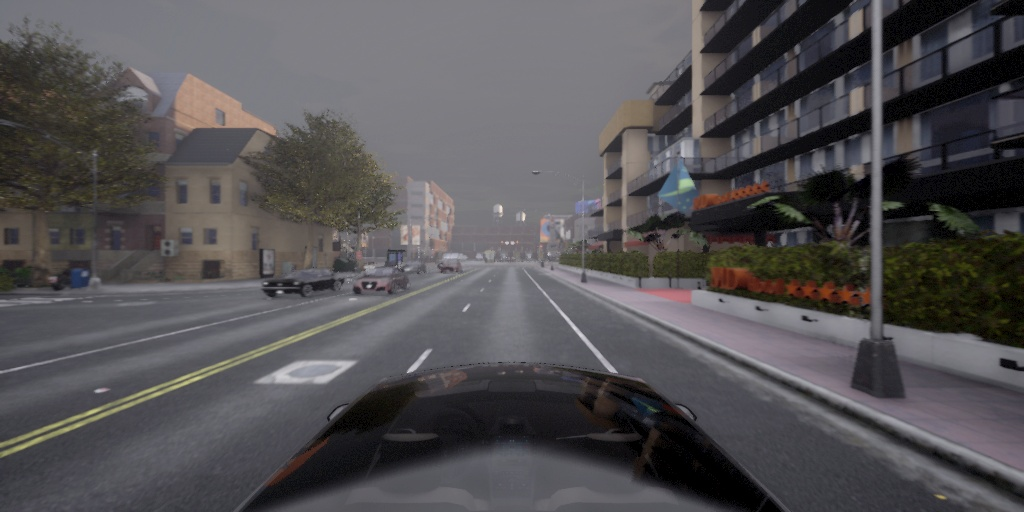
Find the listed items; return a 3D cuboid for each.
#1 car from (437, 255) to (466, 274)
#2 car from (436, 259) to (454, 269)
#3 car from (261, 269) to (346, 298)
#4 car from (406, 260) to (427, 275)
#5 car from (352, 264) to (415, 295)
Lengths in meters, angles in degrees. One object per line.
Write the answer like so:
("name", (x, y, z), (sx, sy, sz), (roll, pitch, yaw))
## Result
("car", (-7.081, 1.099, 41.870), (2.097, 1.767, 4.553), (0, 0, 0))
("car", (-10.510, 1.165, 56.438), (1.837, 1.490, 4.892), (0, 0, 0))
("car", (-10.603, 1.348, 18.598), (1.895, 1.301, 4.718), (0, 0, 0))
("car", (-10.590, 1.239, 39.083), (2.128, 1.511, 4.902), (0, 0, 0))
("car", (-7.100, 1.312, 19.825), (1.994, 1.385, 4.181), (0, 0, 0))
